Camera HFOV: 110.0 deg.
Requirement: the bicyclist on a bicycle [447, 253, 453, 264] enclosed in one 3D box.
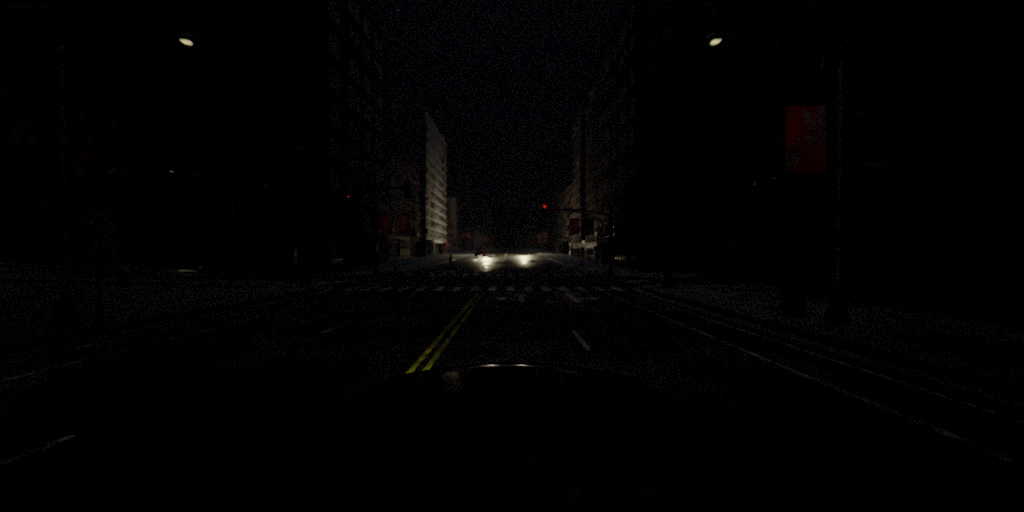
[{"bbox_3d":[-8.820,0.370,51.323,0.866,1.612,1.509,0,2,-1],"label":"bicyclist on a bicycle"}]
